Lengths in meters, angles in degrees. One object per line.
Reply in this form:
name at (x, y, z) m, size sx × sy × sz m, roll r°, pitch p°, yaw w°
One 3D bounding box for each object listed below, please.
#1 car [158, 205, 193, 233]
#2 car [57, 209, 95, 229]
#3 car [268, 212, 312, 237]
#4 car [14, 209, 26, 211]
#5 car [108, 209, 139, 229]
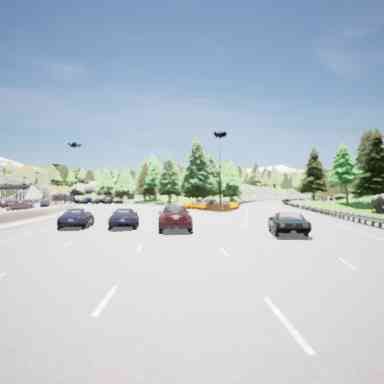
car at (-1.186, 1.655, 22.187) m, size 2.097 × 1.767 × 4.553 m, roll 0°, pitch -1°, yaw -6°
car at (-8.495, 1.925, 24.564) m, size 1.994 × 1.385 × 4.181 m, roll 0°, pitch -1°, yaw -7°
car at (5.639, 1.849, 19.776) m, size 1.895 × 1.301 × 4.718 m, roll 0°, pitch -1°, yaw 7°
car at (-22.412, 2.140, 43.440) m, size 1.882 × 1.535 × 5.008 m, roll 1°, pitch -1°, yaw -12°
car at (-4.958, 1.911, 24.404) m, size 1.994 × 1.385 × 4.181 m, roll 0°, pitch -1°, yaw -7°
